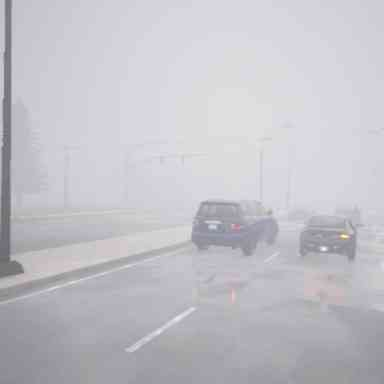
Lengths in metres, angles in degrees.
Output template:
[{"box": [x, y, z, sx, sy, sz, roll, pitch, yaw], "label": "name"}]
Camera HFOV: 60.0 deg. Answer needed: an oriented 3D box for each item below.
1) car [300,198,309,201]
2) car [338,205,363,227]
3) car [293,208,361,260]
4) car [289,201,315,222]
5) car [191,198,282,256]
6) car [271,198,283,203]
[{"box": [28.979, 2.273, 85.729, 2.128, 1.511, 4.902, 0, 0, 28], "label": "car"}, {"box": [12.462, 1.756, 26.562, 2.128, 1.511, 4.902, 0, 0, 27], "label": "car"}, {"box": [5.528, 1.631, 13.197, 1.837, 1.490, 4.892, 0, 0, 28], "label": "car"}, {"box": [9.528, 1.772, 28.511, 1.812, 1.442, 4.674, 0, 0, 27], "label": "car"}, {"box": [1.989, 1.320, 13.998, 2.150, 2.045, 5.566, 0, 0, 28], "label": "car"}, {"box": [22.777, 2.261, 88.975, 1.994, 1.385, 4.181, 0, 0, 28], "label": "car"}]
